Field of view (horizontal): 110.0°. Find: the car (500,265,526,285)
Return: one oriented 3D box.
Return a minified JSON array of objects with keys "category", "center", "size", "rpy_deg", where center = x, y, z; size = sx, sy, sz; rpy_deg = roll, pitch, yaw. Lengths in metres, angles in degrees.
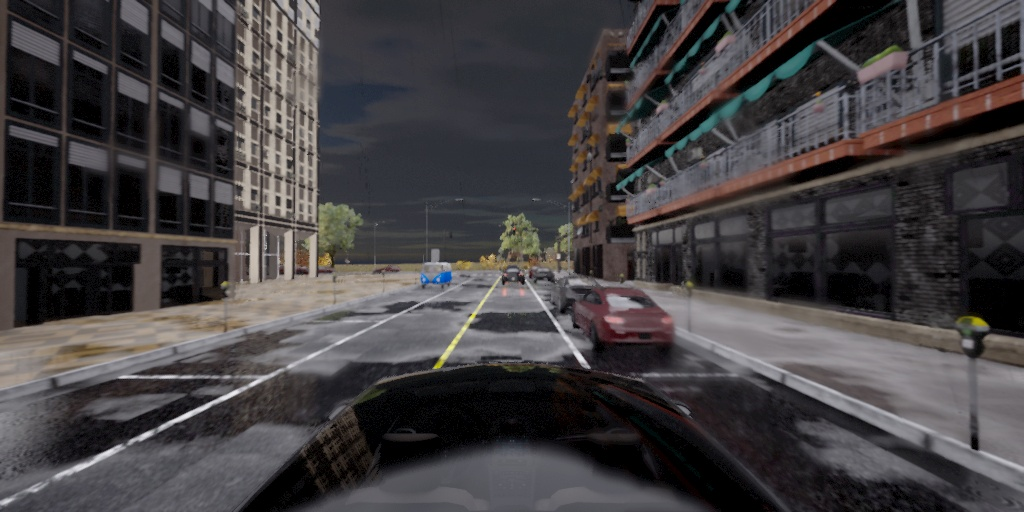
[{"category":"car","center":[0.096,1.595,29.777],"size":[1.812,1.442,4.674],"rpy_deg":[0,-1,0]}]

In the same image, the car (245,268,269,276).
[{"category":"car","center":[-36.985,2.293,51.602],"size":[4.313,1.339,1.948],"rpy_deg":[0,0,-1]}]

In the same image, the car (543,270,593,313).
[{"category":"car","center":[2.564,1.447,14.500],"size":[2.007,1.370,4.403],"rpy_deg":[0,0,0]}]

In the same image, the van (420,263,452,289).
[{"category":"van","center":[-5.349,1.363,25.602],"size":[1.690,1.789,3.998],"rpy_deg":[0,0,0]}]

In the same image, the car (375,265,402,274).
[{"category":"car","center":[-20.588,2.232,59.810],"size":[4.207,1.307,1.802],"rpy_deg":[0,0,-1]}]

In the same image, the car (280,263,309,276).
[{"category":"car","center":[-31.439,1.976,51.607],"size":[5.009,1.841,2.192],"rpy_deg":[0,0,-1]}]

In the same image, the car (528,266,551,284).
[{"category":"car","center":[2.659,1.635,31.077],"size":[2.007,1.370,4.403],"rpy_deg":[0,0,0]}]

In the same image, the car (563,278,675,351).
[{"category":"car","center":[2.565,1.415,8.974],"size":[1.802,1.307,4.207],"rpy_deg":[0,0,0]}]
